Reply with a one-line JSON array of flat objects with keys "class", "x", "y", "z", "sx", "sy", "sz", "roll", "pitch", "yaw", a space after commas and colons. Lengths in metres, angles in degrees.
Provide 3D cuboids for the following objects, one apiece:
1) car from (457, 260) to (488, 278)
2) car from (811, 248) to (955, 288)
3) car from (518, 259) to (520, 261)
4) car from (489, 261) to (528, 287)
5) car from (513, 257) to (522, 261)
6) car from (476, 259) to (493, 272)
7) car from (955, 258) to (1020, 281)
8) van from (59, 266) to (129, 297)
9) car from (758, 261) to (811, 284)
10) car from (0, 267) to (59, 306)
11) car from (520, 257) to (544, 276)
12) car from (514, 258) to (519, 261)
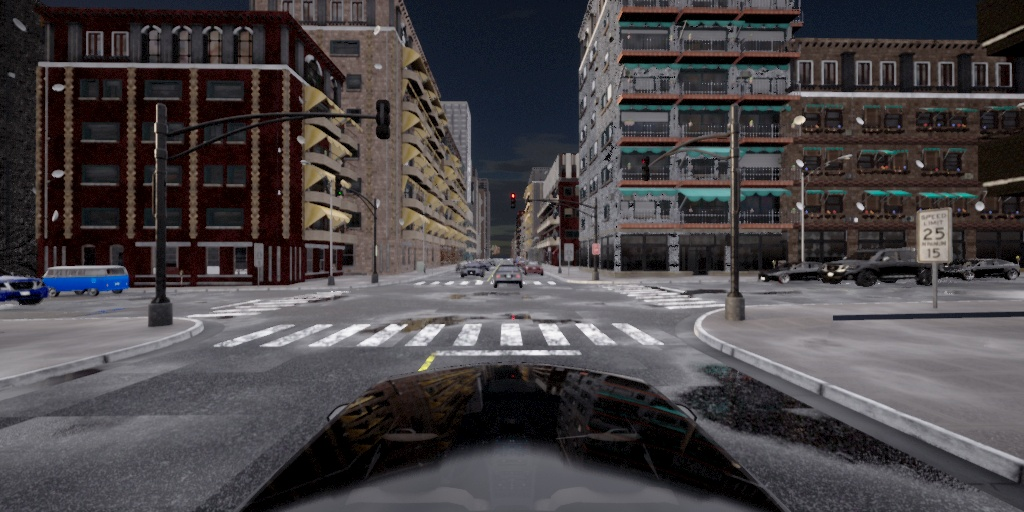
[{"class": "car", "x": -3.619, "y": 1.314, "z": 33.637, "sx": 1.994, "sy": 1.385, "sz": 4.181, "roll": 0, "pitch": 0, "yaw": -1}, {"class": "car", "x": 20.391, "y": 0.616, "z": 19.902, "sx": 5.566, "sy": 2.045, "sz": 2.150, "roll": -1, "pitch": 0, "yaw": -1}, {"class": "car", "x": 2.025, "y": 1.301, "z": 42.273, "sx": 2.007, "sy": 1.370, "sz": 4.403, "roll": 0, "pitch": 0, "yaw": -1}, {"class": "car", "x": -0.264, "y": 1.296, "z": 24.337, "sx": 2.033, "sy": 1.411, "sz": 5.357, "roll": 0, "pitch": 0, "yaw": -1}, {"class": "car", "x": 1.655, "y": 1.338, "z": 64.407, "sx": 1.802, "sy": 1.307, "sz": 4.207, "roll": 0, "pitch": 0, "yaw": -1}, {"class": "car", "x": -3.821, "y": 1.352, "z": 45.922, "sx": 1.895, "sy": 1.301, "sz": 4.718, "roll": 0, "pitch": 0, "yaw": -1}, {"class": "car", "x": 29.262, "y": 0.828, "z": 22.681, "sx": 4.313, "sy": 1.339, "sz": 1.948, "roll": 0, "pitch": 0, "yaw": -1}, {"class": "van", "x": -25.691, "y": 1.496, "z": 21.628, "sx": 3.998, "sy": 1.789, "sz": 1.690, "roll": 0, "pitch": 0, "yaw": -1}, {"class": "car", "x": 17.936, "y": 1.010, "z": 22.564, "sx": 4.313, "sy": 1.339, "sz": 1.948, "roll": 0, "pitch": 0, "yaw": -1}, {"class": "car", "x": -24.185, "y": 1.331, "z": 15.736, "sx": 5.566, "sy": 2.045, "sz": 2.150, "roll": -1, "pitch": 0, "yaw": -1}, {"class": "car", "x": 2.118, "y": 1.190, "z": 36.740, "sx": 1.967, "sy": 1.591, "sz": 4.097, "roll": 0, "pitch": 0, "yaw": -1}, {"class": "car", "x": 1.747, "y": 1.336, "z": 58.874, "sx": 1.802, "sy": 1.307, "sz": 4.207, "roll": 0, "pitch": 0, "yaw": -1}]
